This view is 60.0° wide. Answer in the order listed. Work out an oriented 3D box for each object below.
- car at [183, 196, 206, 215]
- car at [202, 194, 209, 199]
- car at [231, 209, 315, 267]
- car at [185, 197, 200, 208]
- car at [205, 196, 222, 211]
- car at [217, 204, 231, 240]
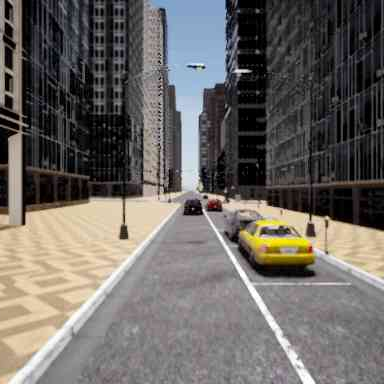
[{"bbox_3d":[0.099,1.418,33.558,1.882,1.535,5.008,0,0,0],"label":"car"},{"bbox_3d":[3.870,1.396,95.383,1.947,1.339,4.313,0,0,0],"label":"car"},{"bbox_3d":[2.564,1.507,11.141,1.752,1.417,4.829,0,0,0],"label":"car"},{"bbox_3d":[0.095,1.477,47.401,1.994,1.385,4.181,0,0,0],"label":"car"},{"bbox_3d":[2.565,1.475,38.728,1.887,1.381,4.507,0,0,0],"label":"car"},{"bbox_3d":[2.564,1.523,16.523,2.008,1.369,4.403,0,0,0],"label":"car"}]
